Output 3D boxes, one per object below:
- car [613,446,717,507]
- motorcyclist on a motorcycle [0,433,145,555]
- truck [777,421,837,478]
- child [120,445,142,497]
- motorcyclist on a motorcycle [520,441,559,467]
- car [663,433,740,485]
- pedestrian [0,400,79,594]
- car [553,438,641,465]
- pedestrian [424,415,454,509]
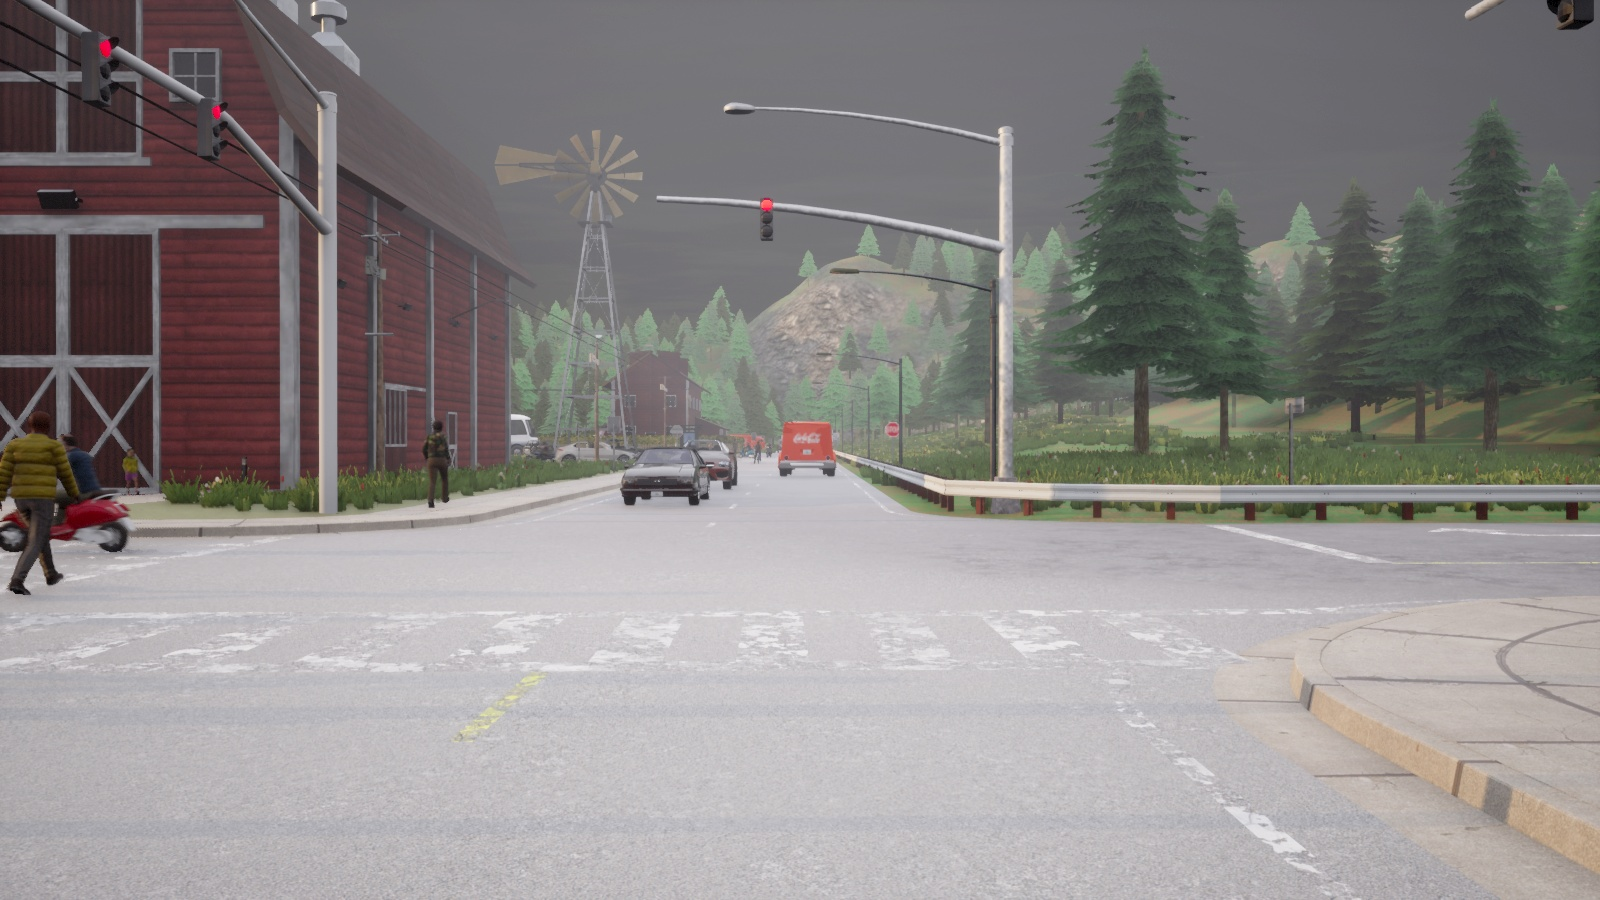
[{"bbox_3d":[-3.308,0.611,31.870,2.033,1.411,5.357,0,0,0],"label":"car"},{"bbox_3d":[-9.881,0.570,16.775,1.817,1.590,0.866,0,0,-1],"label":"motorcyclist on a motorcycle"},{"bbox_3d":[0.334,-0.058,57.780,2.627,2.467,5.204,0,1,0],"label":"truck"},{"bbox_3d":[-15.149,0.469,28.423,0.473,1.160,0.299,0,0,44],"label":"child"},{"bbox_3d":[-16.495,0.235,79.574,2.350,1.649,0.766,0,0,-1],"label":"motorcyclist on a motorcycle"},{"bbox_3d":[-3.251,0.283,42.350,2.152,1.651,5.027,0,0,0],"label":"car"},{"bbox_3d":[-7.426,0.447,12.272,0.370,1.835,0.726,0,0,-4],"label":"pedestrian"},{"bbox_3d":[-12.275,0.085,76.140,5.027,1.651,2.152,0,0,-1],"label":"car"},{"bbox_3d":[-7.569,0.247,26.348,0.395,1.930,0.692,0,0,2],"label":"pedestrian"}]
